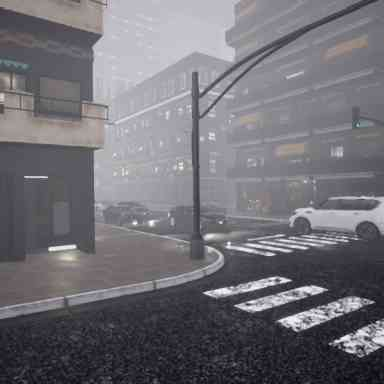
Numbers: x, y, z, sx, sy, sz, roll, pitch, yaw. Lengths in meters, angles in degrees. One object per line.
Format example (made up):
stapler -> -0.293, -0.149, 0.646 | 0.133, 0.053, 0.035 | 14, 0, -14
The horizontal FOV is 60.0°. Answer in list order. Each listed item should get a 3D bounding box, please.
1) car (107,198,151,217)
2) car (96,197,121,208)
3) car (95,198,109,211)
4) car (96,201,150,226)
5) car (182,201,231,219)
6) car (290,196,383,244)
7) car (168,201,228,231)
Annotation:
car -> -5.309, 1.540, 28.879 | 1.837, 1.490, 4.892 | -1, 1, -36
car -> -11.914, 1.519, 47.220 | 1.887, 1.381, 4.507 | -1, 1, -36
car -> -11.356, 1.568, 37.237 | 1.812, 1.442, 4.674 | -1, 1, -36
car -> -5.191, 1.632, 24.519 | 1.947, 1.339, 4.313 | -1, 1, -36
car -> 1.189, 1.512, 29.144 | 2.008, 1.369, 4.403 | -1, 1, -36
car -> 7.530, 1.208, 16.234 | 2.150, 2.045, 5.566 | 0, 0, -36
car -> 0.258, 1.534, 21.201 | 1.837, 1.490, 4.892 | -1, 1, -36
